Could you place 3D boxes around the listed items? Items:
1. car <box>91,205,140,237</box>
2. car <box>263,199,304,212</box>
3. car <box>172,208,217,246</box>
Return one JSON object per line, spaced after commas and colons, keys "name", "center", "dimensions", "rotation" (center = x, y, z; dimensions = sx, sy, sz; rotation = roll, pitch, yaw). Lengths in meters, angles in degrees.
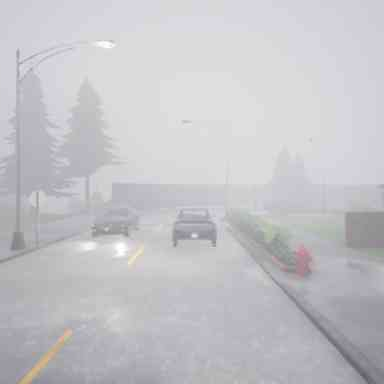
{"name": "car", "center": [-4.000, 1.522, 17.998], "dimensions": [1.837, 1.490, 4.892], "rotation": [0, 0, 0]}
{"name": "car", "center": [9.915, 1.491, 34.679], "dimensions": [4.892, 1.490, 1.837], "rotation": [0, -1, -1]}
{"name": "car", "center": [0.101, 1.486, 15.291], "dimensions": [2.128, 1.511, 4.902], "rotation": [0, 0, 0]}
